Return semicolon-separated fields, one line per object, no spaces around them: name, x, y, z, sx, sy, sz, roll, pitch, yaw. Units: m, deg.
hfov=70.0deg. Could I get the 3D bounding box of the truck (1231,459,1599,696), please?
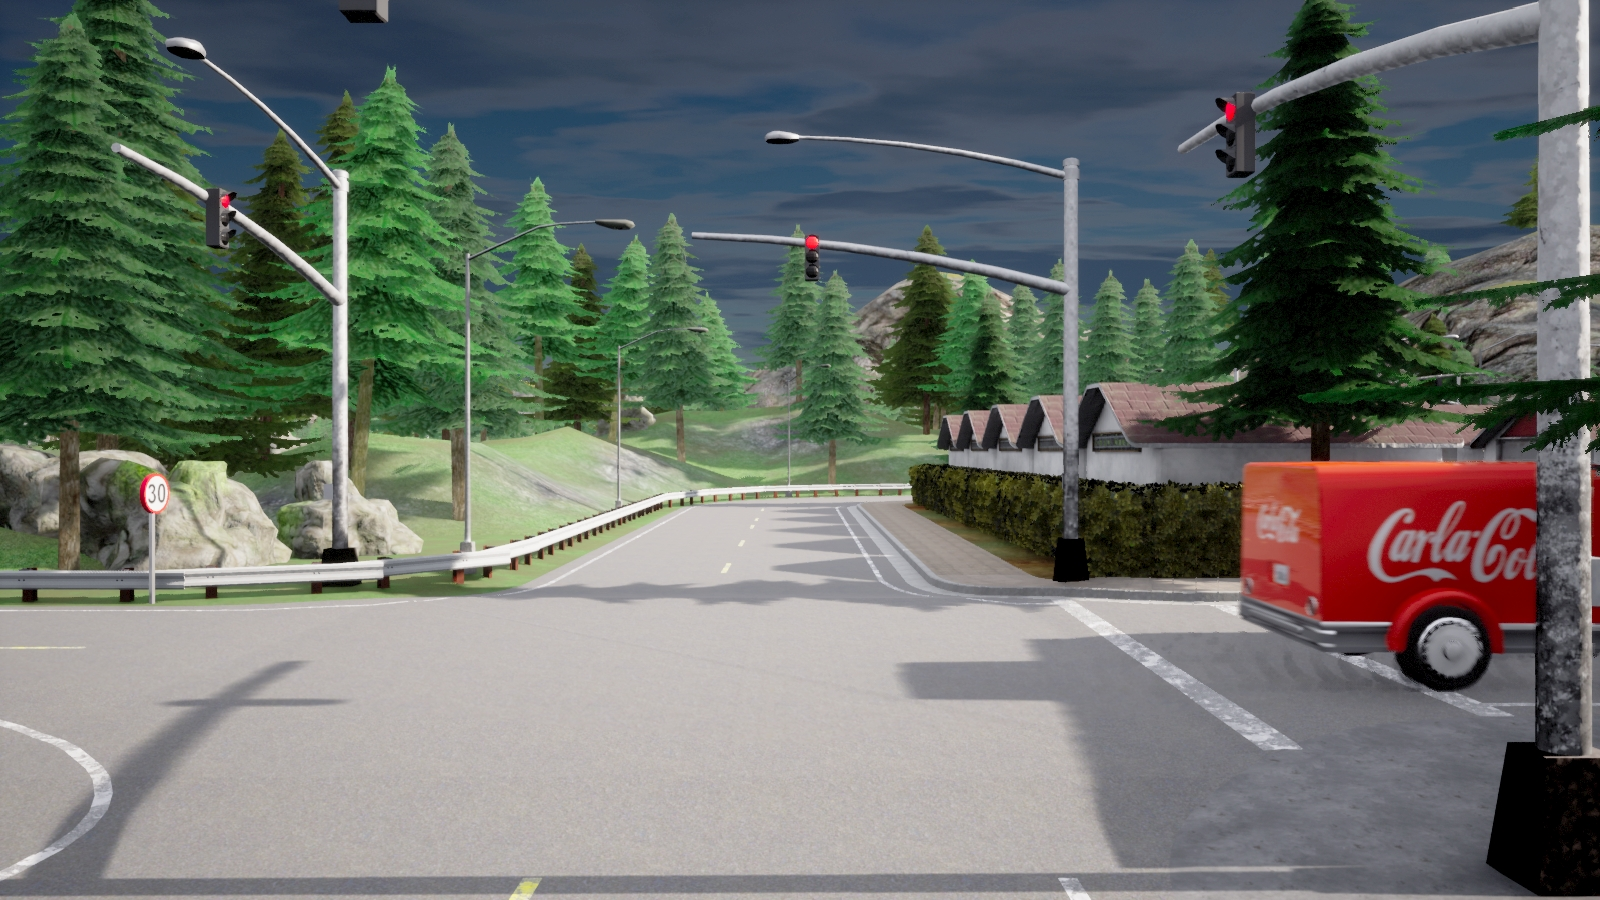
truck;8.158;1.364;13.411;5.204;2.467;2.627;0;0;1
